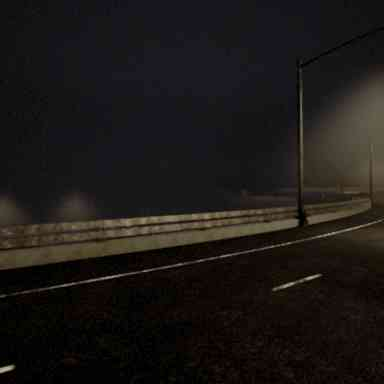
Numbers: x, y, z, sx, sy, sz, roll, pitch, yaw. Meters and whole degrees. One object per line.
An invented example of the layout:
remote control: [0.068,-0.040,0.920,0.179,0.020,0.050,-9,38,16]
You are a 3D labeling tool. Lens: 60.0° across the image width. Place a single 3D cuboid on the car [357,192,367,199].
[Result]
car: [39.415,0.853,77.597,1.837,1.490,4.892,-1,0,7]
